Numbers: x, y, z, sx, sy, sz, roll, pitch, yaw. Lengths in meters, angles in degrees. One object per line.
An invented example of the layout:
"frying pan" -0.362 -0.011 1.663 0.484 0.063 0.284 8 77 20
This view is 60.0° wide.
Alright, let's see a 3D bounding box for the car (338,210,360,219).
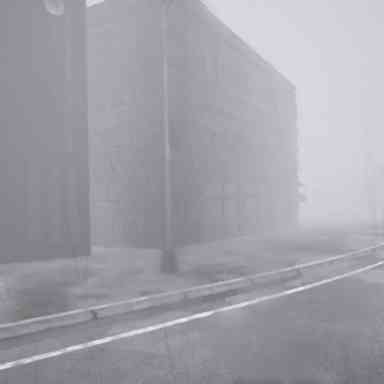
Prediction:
"car" 25.451 3.648 54.113 1.812 1.442 4.674 -1 -4 -1
